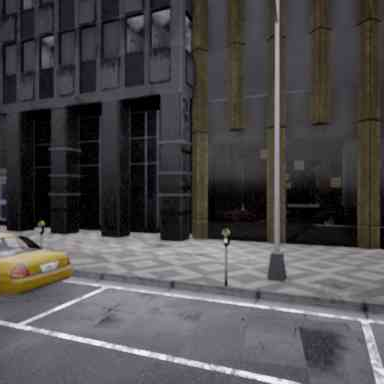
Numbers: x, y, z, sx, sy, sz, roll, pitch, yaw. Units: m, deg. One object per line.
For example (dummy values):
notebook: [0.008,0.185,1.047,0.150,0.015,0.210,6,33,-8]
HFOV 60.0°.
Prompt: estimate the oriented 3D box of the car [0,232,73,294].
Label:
car: [-5.118,1.518,7.833,4.829,1.417,1.752,0,0,22]
